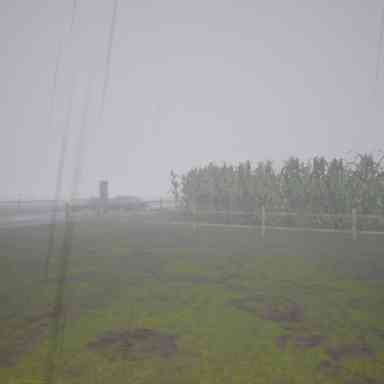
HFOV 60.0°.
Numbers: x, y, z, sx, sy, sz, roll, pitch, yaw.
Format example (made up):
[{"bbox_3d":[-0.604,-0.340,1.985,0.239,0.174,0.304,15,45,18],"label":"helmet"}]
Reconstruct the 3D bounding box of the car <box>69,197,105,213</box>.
[{"bbox_3d":[-10.503,1.311,34.616,1.837,1.490,4.892,0,1,30],"label":"car"}]

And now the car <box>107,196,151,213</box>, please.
[{"bbox_3d":[-6.249,1.149,34.626,2.097,1.767,4.553,0,0,30],"label":"car"}]
